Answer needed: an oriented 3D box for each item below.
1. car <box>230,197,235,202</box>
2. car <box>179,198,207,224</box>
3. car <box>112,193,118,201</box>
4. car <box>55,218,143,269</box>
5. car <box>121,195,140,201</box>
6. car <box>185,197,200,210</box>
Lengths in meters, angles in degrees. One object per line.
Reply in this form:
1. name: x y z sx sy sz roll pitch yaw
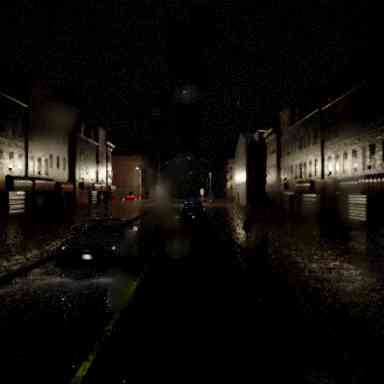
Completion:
1. car: 11.716 1.434 79.390 5.009 1.841 2.192 0 -1 0
2. car: 0.096 1.493 24.904 2.128 1.511 4.902 0 0 0
3. car: -20.127 1.203 79.336 5.009 1.841 2.192 0 -1 0
4. car: -2.845 1.564 10.981 1.994 1.385 4.181 0 0 0
5. car: -14.694 1.470 79.343 4.507 1.381 1.887 0 -1 0
6. car: 0.098 1.477 43.319 1.882 1.535 5.008 0 0 0
